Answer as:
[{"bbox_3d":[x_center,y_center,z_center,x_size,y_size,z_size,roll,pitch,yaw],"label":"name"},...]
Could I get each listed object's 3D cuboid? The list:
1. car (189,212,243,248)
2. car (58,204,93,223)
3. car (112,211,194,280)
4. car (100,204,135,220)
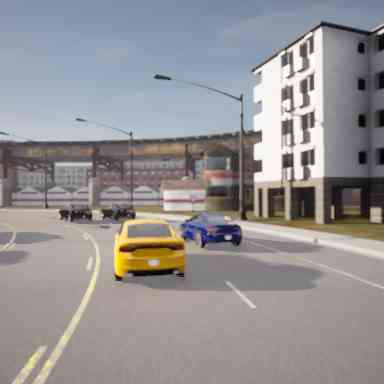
[{"bbox_3d":[0.766,1.664,15.480,1.812,1.442,4.674,0,-1,-17],"label":"car"},{"bbox_3d":[-10.276,1.814,29.115,2.128,1.511,4.902,0,-1,-37],"label":"car"},{"bbox_3d":[-1.461,1.582,10.485,1.882,1.535,5.008,0,0,-12],"label":"car"},{"bbox_3d":[-6.831,1.806,30.303,2.128,1.511,4.902,0,-1,-36],"label":"car"}]
